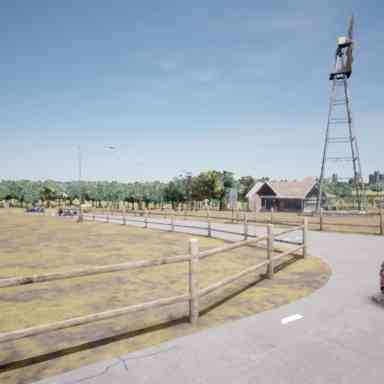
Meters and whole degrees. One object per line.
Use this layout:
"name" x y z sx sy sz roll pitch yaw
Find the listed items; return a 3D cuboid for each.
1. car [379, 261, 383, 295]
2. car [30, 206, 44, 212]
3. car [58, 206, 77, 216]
"car" 6.027 1.508 7.278 5.008 1.535 1.882 1 -1 -36
"car" -36.896 4.158 80.081 2.097 1.767 4.553 0 -3 -36
"car" -18.705 2.783 49.940 2.128 1.511 4.902 0 -2 -36
